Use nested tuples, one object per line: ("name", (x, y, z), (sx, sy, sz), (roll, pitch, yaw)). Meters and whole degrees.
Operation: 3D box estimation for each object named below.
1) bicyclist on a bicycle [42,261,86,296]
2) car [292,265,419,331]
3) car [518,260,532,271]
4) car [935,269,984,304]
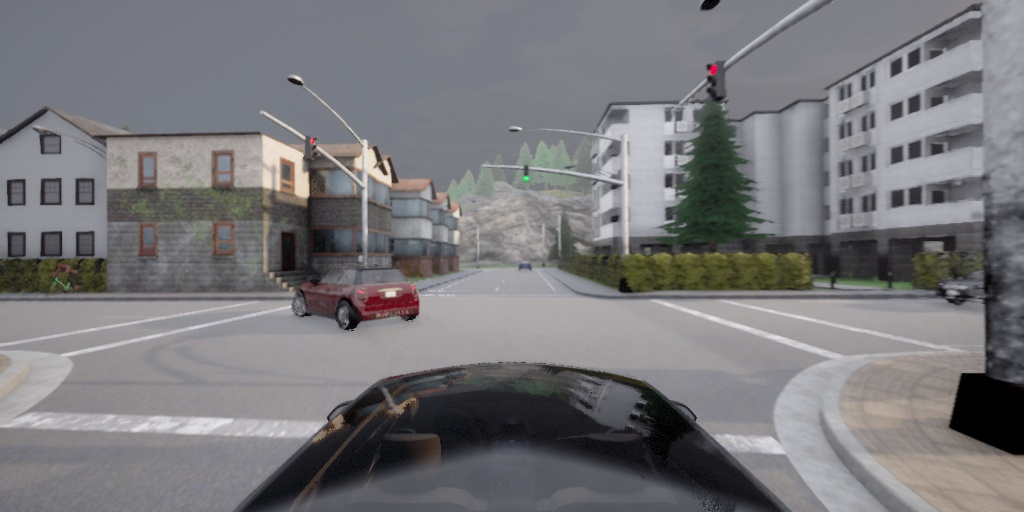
("bicyclist on a bicycle", (-21.716, 1.088, 17.403), (0.582, 1.620, 1.656), (0, 0, 2))
("car", (-4.896, 1.045, 11.065), (4.553, 1.767, 2.097), (0, 0, 40))
("car", (1.913, 1.374, 53.306), (1.882, 1.535, 5.008), (0, 0, -1))
("car", (17.455, 0.966, 12.099), (4.902, 1.511, 2.128), (0, 0, 2))
